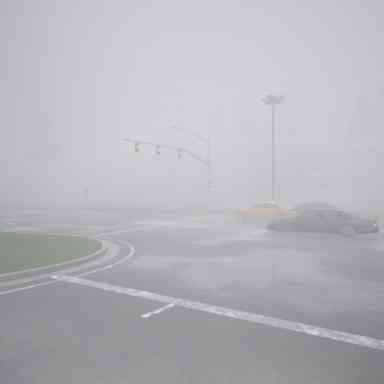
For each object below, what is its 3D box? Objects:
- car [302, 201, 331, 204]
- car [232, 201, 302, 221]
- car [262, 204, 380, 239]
[{"bbox_3d":[9.742,1.505,27.412,4.892,1.490,1.837,0,0,26],"label":"car"},{"bbox_3d":[5.534,1.477,25.552,5.008,1.535,1.882,0,0,25],"label":"car"},{"bbox_3d":[6.689,1.547,17.281,5.357,1.411,2.033,0,0,27],"label":"car"}]
